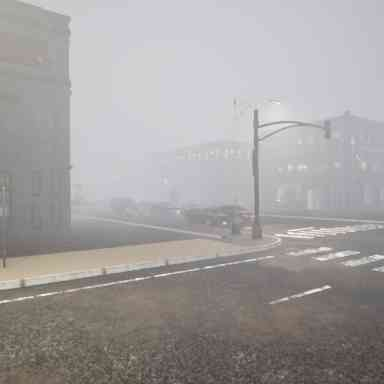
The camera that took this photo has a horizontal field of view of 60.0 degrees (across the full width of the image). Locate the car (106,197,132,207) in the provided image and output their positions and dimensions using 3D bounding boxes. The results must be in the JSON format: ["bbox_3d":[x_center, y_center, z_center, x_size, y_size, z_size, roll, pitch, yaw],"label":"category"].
[{"bbox_3d":[-8.778,1.677,43.245,2.150,2.045,5.566,-1,0,-35],"label":"car"}]

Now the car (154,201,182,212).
[{"bbox_3d":[-3.356,1.965,45.572,1.802,1.307,4.206,-2,0,-36],"label":"car"}]

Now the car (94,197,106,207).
[{"bbox_3d":[-16.230,1.939,63.589,2.192,1.841,5.009,-1,0,-36],"label":"car"}]

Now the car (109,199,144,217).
[{"bbox_3d":[-6.961,1.846,36.196,1.967,1.590,4.097,-1,0,-36],"label":"car"}]

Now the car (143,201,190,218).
[{"bbox_3d":[-2.733,1.830,34.752,2.128,1.511,4.902,-1,0,-36],"label":"car"}]

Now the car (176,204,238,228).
[{"bbox_3d":[1.007,1.814,24.833,1.947,1.339,4.313,-2,0,-36],"label":"car"}]

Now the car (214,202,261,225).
[{"bbox_3d":[3.314,1.744,26.293,1.812,1.442,4.674,-1,0,-35],"label":"car"}]

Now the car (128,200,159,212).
[{"bbox_3d":[-6.751,1.925,45.880,2.128,1.511,4.902,-1,0,-36],"label":"car"}]

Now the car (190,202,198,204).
[{"bbox_3d":[-0.140,1.903,41.068,1.802,1.307,4.206,-2,0,-36],"label":"car"}]

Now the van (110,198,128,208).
[{"bbox_3d":[-13.012,1.906,59.085,1.690,1.788,3.998,-1,0,-36],"label":"van"}]

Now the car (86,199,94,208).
[{"bbox_3d":[-19.256,2.158,63.395,2.128,1.511,4.902,-1,0,-36],"label":"car"}]

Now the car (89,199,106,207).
[{"bbox_3d":[-19.441,2.227,68.094,1.887,1.381,4.507,-1,0,-36],"label":"car"}]
